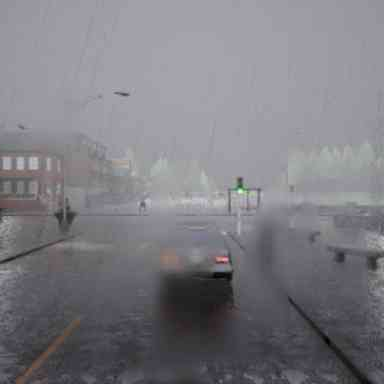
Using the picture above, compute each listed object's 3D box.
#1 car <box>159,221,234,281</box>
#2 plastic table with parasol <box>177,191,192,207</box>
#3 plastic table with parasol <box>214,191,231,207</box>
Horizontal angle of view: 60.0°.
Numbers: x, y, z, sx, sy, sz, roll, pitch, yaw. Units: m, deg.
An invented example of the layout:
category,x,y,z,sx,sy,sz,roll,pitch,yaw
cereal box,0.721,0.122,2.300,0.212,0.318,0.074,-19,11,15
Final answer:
category,x,y,z,sx,sy,sz,roll,pitch,yaw
car,0.099,1.580,9.949,2.033,1.411,5.357,0,0,0
plastic table with parasol,-1.218,1.101,54.011,2.482,2.480,2.482,0,0,0
plastic table with parasol,4.982,1.104,54.912,2.482,2.480,2.482,0,0,0
